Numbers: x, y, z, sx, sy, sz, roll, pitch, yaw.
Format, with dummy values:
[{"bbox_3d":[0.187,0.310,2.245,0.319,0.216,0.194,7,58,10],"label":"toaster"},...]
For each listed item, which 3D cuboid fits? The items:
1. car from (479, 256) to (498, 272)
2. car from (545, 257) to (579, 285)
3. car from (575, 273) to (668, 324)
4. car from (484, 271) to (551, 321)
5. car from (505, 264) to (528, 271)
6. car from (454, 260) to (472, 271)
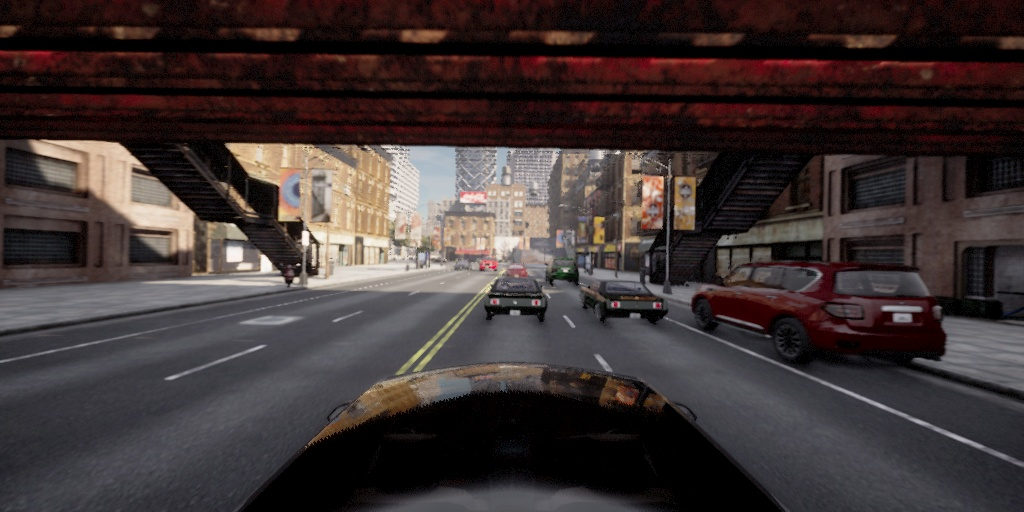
[{"bbox_3d":[-3.088,1.029,47.975,2.150,2.045,5.566,1,0,1],"label":"car"},{"bbox_3d":[3.823,1.134,27.936,2.150,2.045,5.566,1,0,1],"label":"car"},{"bbox_3d":[3.641,1.464,12.654,1.895,1.301,4.718,1,0,1],"label":"car"},{"bbox_3d":[0.143,1.385,12.703,1.895,1.301,4.718,1,0,1],"label":"car"},{"bbox_3d":[0.352,1.364,30.144,1.812,1.442,4.674,1,0,1],"label":"car"},{"bbox_3d":[-6.610,1.298,48.795,1.994,1.385,4.181,1,0,1],"label":"car"}]
